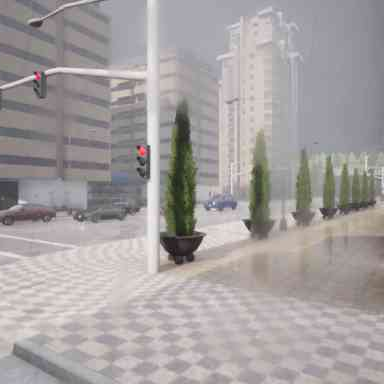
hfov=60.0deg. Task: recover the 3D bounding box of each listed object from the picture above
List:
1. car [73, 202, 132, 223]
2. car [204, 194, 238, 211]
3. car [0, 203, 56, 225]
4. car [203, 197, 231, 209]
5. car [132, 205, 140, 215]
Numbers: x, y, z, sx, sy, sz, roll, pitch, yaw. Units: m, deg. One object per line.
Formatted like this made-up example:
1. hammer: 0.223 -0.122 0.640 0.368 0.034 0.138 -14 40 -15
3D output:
1. car: -7.122 1.616 26.100 1.994 1.385 4.181 0 0 35
2. car: 3.716 1.274 41.812 2.150 2.045 5.566 0 0 35
3. car: -12.391 1.577 24.582 1.812 1.442 4.674 0 0 34
4. car: 3.625 1.556 47.820 1.837 1.490 4.892 0 0 35
5. car: -7.248 1.652 32.089 1.895 1.301 4.718 0 0 35
